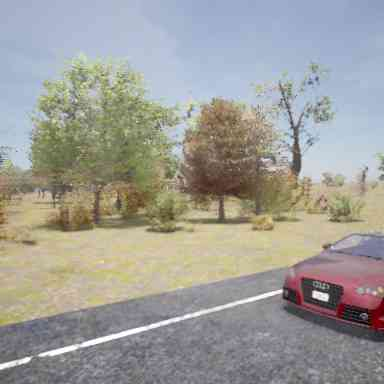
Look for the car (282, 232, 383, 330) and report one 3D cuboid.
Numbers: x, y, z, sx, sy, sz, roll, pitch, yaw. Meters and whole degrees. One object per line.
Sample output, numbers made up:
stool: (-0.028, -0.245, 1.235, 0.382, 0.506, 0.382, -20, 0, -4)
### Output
car: (3.759, 1.548, 6.731, 4.181, 1.385, 1.994, 0, 0, -36)
